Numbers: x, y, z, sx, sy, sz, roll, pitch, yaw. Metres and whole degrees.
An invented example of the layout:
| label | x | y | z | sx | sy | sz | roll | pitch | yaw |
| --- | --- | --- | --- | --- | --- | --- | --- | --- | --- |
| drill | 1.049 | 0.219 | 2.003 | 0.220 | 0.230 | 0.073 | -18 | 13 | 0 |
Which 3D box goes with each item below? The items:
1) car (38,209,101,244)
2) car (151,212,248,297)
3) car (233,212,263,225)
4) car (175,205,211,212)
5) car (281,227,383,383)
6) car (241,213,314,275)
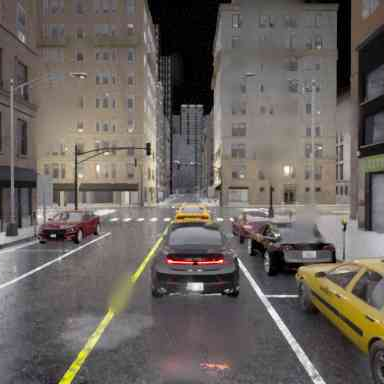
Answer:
| label | x | y | z | sx | sy | sz | roll | pitch | yaw |
| --- | --- | --- | --- | --- | --- | --- | --- | --- | --- |
| car | -5.661 | 1.540 | 15.814 | 1.887 | 1.381 | 4.507 | -1 | 0 | 0 |
| car | 0.075 | 1.503 | 8.569 | 1.837 | 1.490 | 4.892 | 0 | 0 | 0 |
| car | 2.884 | 1.577 | 15.807 | 1.802 | 1.307 | 4.206 | -1 | 0 | 0 |
| car | 0.054 | 1.472 | 18.996 | 1.882 | 1.535 | 5.008 | 0 | 0 | 1 |
| car | 2.870 | 1.524 | 4.805 | 1.752 | 1.417 | 4.829 | -1 | 0 | 0 |
| car | 2.877 | 1.563 | 10.221 | 1.947 | 1.339 | 4.313 | -1 | 0 | 0 |
